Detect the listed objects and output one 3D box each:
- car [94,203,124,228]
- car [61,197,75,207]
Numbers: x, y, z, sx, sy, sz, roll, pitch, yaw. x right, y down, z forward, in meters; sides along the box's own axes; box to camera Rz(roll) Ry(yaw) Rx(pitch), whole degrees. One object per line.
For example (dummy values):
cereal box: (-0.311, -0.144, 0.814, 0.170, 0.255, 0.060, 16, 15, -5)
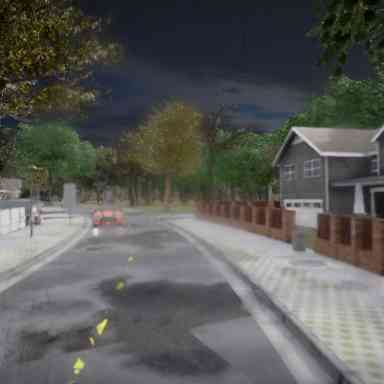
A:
car: (-6.394, 1.693, 25.537, 2.097, 1.767, 4.553, 0, -1, -14)
car: (-25.722, 2.110, 68.924, 2.150, 2.045, 5.566, 0, -1, -27)
